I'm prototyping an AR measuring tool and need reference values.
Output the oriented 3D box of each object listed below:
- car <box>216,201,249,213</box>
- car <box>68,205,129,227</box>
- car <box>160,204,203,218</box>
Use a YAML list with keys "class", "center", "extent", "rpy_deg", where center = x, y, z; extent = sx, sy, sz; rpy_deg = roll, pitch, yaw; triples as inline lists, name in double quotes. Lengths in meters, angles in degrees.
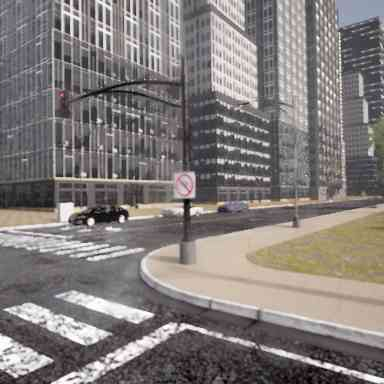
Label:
- class: "car"
  center: [5.170, 1.801, 41.294]
  extent: [2.033, 1.411, 5.357]
  rpy_deg: [-2, -1, 37]
- class: "car"
  center: [-6.968, 1.739, 25.170]
  extent: [1.837, 1.490, 4.892]
  rpy_deg: [-2, -1, 37]
- class: "car"
  center: [-0.999, 1.846, 33.104]
  extent: [1.895, 1.301, 4.718]
  rpy_deg: [-2, -1, 37]
